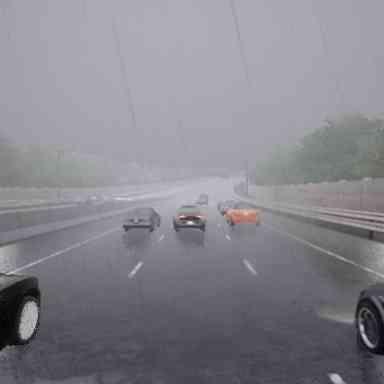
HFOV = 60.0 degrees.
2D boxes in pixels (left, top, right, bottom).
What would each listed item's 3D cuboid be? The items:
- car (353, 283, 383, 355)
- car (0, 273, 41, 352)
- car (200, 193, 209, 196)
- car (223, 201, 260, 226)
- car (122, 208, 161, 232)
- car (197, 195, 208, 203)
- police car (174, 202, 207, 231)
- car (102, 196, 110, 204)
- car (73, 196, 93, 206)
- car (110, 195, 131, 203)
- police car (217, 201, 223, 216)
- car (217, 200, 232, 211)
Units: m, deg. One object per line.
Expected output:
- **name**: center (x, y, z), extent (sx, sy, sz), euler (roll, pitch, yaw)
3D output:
- **car**: center (3.508, 1.594, 3.531), extent (1.994, 1.385, 4.181), euler (0, 0, 0)
- **car**: center (-3.379, 1.505, 3.398), extent (1.882, 1.535, 5.008), euler (0, 0, 0)
- **car**: center (2.835, 1.362, 80.180), extent (2.150, 2.045, 5.566), euler (0, 1, 4)
- **car**: center (3.807, 1.579, 25.290), extent (2.097, 1.767, 4.553), euler (0, 0, 1)
- **car**: center (-3.162, 1.741, 21.728), extent (2.033, 1.411, 5.357), euler (0, 0, 1)
- **car**: center (2.029, 1.846, 66.013), extent (1.994, 1.385, 4.181), euler (0, 0, 4)
- **police car**: center (-0.184, 1.703, 22.247), extent (2.038, 1.542, 4.974), euler (0, -1, -3)
- **car**: center (-15.705, 1.607, 64.107), extent (2.097, 1.767, 4.553), euler (0, 0, 4)
- **car**: center (-19.475, 1.612, 59.626), extent (2.097, 1.767, 4.553), euler (0, 0, 3)
- **car**: center (-12.457, 1.495, 59.915), extent (2.150, 2.045, 5.566), euler (0, 0, 3)
- **police car**: center (4.110, 1.792, 36.208), extent (2.038, 1.542, 4.974), euler (0, 0, 2)
- **car**: center (4.513, 1.913, 47.120), extent (1.895, 1.301, 4.718), euler (0, 0, 2)
